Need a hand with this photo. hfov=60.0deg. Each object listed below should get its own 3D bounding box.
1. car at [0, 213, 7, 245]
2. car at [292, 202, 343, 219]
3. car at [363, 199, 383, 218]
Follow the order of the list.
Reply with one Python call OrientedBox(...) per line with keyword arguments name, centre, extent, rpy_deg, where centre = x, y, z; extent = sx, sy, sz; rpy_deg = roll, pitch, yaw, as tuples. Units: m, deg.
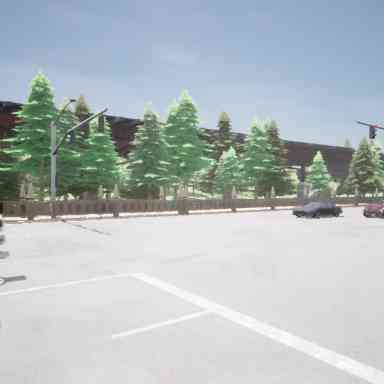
OrientedBox(name="car", centre=(-8.999, 1.223, 10.468), extent=(5.566, 2.045, 2.150), rpy_deg=(0, 0, -36))
OrientedBox(name="car", centre=(11.093, 1.548, 29.157), extent=(5.357, 1.411, 2.033), rpy_deg=(0, 0, -36))
OrientedBox(name="car", centre=(16.890, 1.350, 29.001), extent=(4.553, 1.767, 2.097), rpy_deg=(0, 0, -36))
